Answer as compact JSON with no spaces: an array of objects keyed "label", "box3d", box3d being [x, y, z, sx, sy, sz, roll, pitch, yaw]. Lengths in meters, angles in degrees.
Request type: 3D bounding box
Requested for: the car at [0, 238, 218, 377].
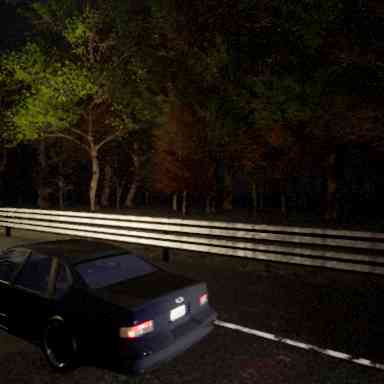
[{"label":"car","box3d":[-2.226,1.523,5.568,5.357,1.411,2.033,0,0,35]}]
